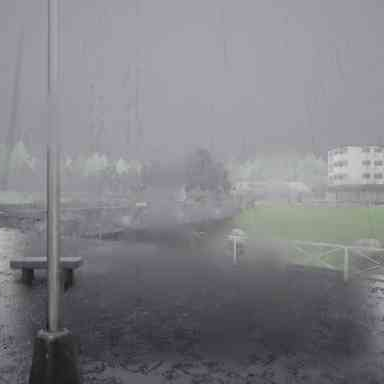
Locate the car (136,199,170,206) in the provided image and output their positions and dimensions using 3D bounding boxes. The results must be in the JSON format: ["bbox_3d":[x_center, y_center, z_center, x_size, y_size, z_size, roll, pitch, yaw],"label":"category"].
[{"bbox_3d":[-4.971,1.601,43.293,1.895,1.301,4.718,0,0,36],"label":"car"}]
